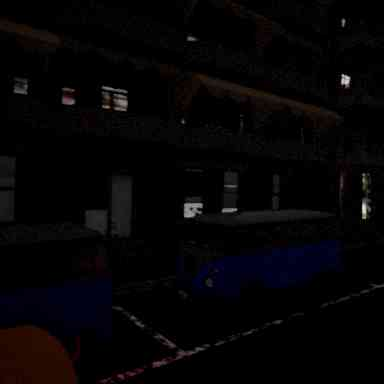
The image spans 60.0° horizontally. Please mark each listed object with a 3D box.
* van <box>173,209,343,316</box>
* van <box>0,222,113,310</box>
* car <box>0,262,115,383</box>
[{"bbox_3d":[1.553,1.308,7.179,3.998,1.788,1.690,0,2,-35],"label":"van"},{"bbox_3d":[-2.950,1.343,3.965,3.998,1.788,1.690,0,2,-35],"label":"van"},{"bbox_3d":[-2.886,1.490,1.011,5.008,1.535,1.882,0,0,-36],"label":"car"}]
